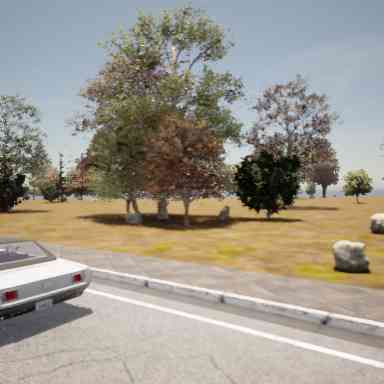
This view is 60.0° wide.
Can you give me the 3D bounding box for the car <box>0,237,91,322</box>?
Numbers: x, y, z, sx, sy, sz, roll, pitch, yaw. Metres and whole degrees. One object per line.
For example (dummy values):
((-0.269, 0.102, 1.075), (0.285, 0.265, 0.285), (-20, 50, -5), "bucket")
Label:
((-4.326, 1.595, 6.783), (4.718, 1.301, 1.895), (0, 0, 33), "car")
